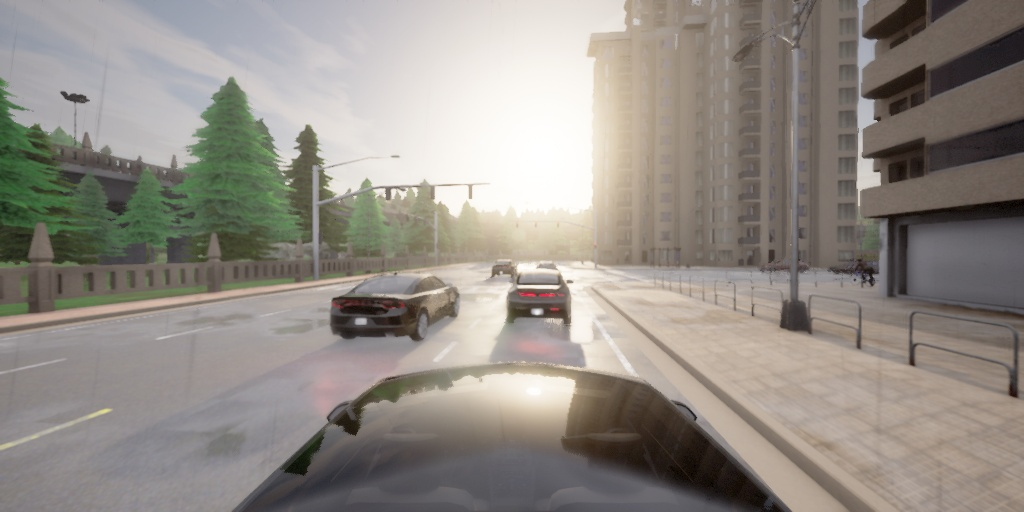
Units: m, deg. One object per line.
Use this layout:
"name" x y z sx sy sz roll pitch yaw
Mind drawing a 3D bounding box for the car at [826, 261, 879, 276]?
"car" 33.626 1.142 34.430 5.357 1.411 2.033 0 0 6

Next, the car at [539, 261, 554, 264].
"car" 2.922 1.139 30.576 1.994 1.385 4.181 0 0 6

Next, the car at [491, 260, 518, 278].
"car" -0.584 1.054 30.696 1.837 1.490 4.892 0 0 6

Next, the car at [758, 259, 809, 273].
"car" 29.001 1.086 38.377 4.674 1.442 1.812 0 0 5

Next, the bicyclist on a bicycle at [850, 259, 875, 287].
"bicyclist on a bicycle" 20.611 0.983 21.103 0.582 1.620 1.656 0 0 5

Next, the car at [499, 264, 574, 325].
"car" 0.923 1.181 11.599 1.837 1.490 4.892 0 0 6

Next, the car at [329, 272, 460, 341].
"car" -2.804 1.165 9.759 1.882 1.535 5.008 0 0 6
